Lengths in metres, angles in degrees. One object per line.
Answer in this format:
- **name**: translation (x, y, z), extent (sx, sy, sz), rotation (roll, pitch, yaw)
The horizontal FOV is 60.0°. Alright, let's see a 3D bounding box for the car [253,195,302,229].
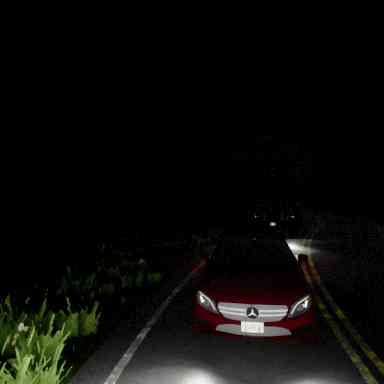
- **car**: translation (4.983, 1.214, 18.879), extent (2.150, 2.045, 5.566), rotation (-2, -1, 22)

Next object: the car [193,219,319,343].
- **car**: translation (1.224, 1.534, 6.703), extent (1.812, 1.442, 4.674), rotation (-1, 0, 11)
